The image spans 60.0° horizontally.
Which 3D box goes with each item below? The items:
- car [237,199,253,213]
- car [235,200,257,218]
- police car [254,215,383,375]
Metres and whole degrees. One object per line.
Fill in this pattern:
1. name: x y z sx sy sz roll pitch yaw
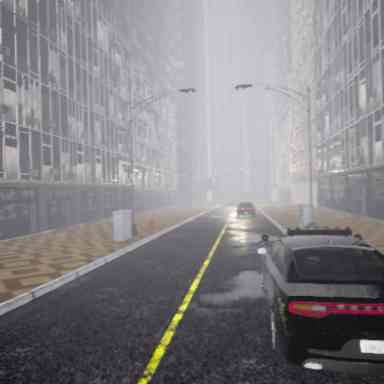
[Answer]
1. car: 6.996 1.818 44.106 1.882 1.535 5.008 -1 -1 9
2. car: 5.477 1.759 33.744 1.837 1.490 4.892 -1 -1 9
3. police car: 2.278 1.440 6.053 1.930 1.638 5.238 -1 -1 9
